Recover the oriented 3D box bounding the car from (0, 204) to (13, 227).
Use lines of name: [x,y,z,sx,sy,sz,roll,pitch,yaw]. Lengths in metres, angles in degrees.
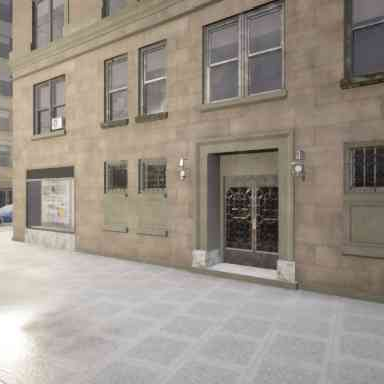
car: [-11.905,1.512,23.049,2.033,1.411,5.357,0,0,39]
